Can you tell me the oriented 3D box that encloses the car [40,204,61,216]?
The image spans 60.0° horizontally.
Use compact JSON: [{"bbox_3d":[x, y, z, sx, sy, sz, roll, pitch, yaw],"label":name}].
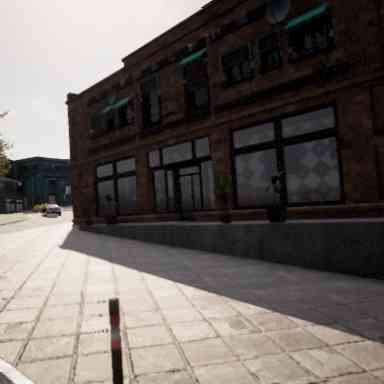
[{"bbox_3d":[-17.351,2.186,40.752,2.033,1.411,5.357,-2,0,-30],"label":"car"}]
